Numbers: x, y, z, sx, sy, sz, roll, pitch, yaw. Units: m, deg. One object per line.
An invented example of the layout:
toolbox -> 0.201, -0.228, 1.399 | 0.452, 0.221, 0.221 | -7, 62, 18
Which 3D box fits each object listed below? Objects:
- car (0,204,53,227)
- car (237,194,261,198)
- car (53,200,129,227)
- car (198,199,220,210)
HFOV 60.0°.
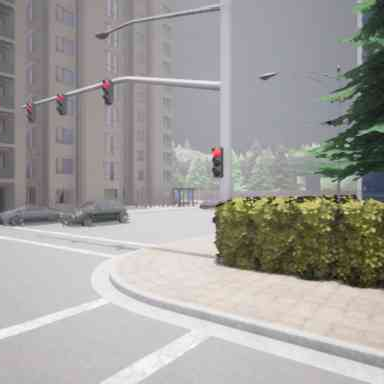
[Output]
car -> -11.039, 1.538, 22.560 | 1.994, 1.385, 4.181 | 0, 0, 40
car -> 6.635, 1.202, 40.396 | 2.150, 2.045, 5.566 | 0, 0, 37
car -> -6.524, 1.331, 22.528 | 2.097, 1.767, 4.553 | 0, 0, 36
car -> 2.992, 1.522, 41.374 | 2.033, 1.411, 5.357 | 0, 0, 37
